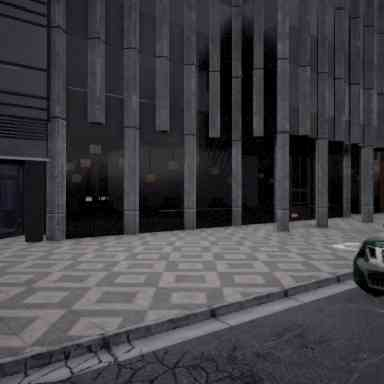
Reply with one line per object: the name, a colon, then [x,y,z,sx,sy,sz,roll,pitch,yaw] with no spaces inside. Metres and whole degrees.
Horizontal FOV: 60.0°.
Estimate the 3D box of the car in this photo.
car: [5.944,1.221,7.496,5.566,2.045,2.150,0,0,-36]
